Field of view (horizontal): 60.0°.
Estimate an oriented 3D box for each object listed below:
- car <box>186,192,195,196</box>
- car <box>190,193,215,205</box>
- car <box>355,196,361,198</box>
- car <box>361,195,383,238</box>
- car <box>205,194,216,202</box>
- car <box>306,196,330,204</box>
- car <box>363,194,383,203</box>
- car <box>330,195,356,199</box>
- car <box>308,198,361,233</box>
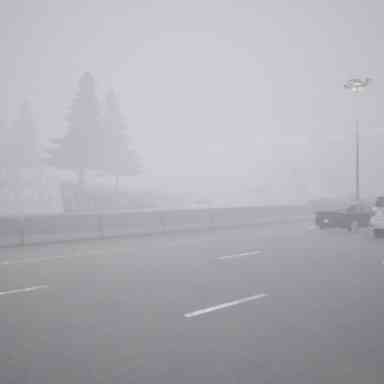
[{"bbox_3d":[-0.012,0.566,84.614,1.895,1.301,4.718,0,3,-21],"label":"car"},{"bbox_3d":[1.857,1.296,52.859,2.033,1.411,5.357,0,0,17],"label":"car"},{"bbox_3d":[23.091,1.208,42.056,4.674,1.442,1.812,0,0,-35],"label":"car"},{"bbox_3d":[10.570,1.095,15.638,5.566,2.045,2.150,-1,0,-36],"label":"car"},{"bbox_3d":[3.694,1.142,68.715,1.812,1.442,4.674,0,1,-3],"label":"car"},{"bbox_3d":[18.253,1.286,47.200,4.718,1.301,1.895,0,0,-35],"label":"car"},{"bbox_3d":[30.975,1.137,56.254,4.181,1.385,1.994,0,0,-35],"label":"car"},{"bbox_3d":[21.523,1.170,45.232,4.902,1.511,2.128,0,0,-35],"label":"car"},{"bbox_3d":[9.033,1.343,18.843,5.008,1.535,1.882,-1,1,-36],"label":"car"}]
